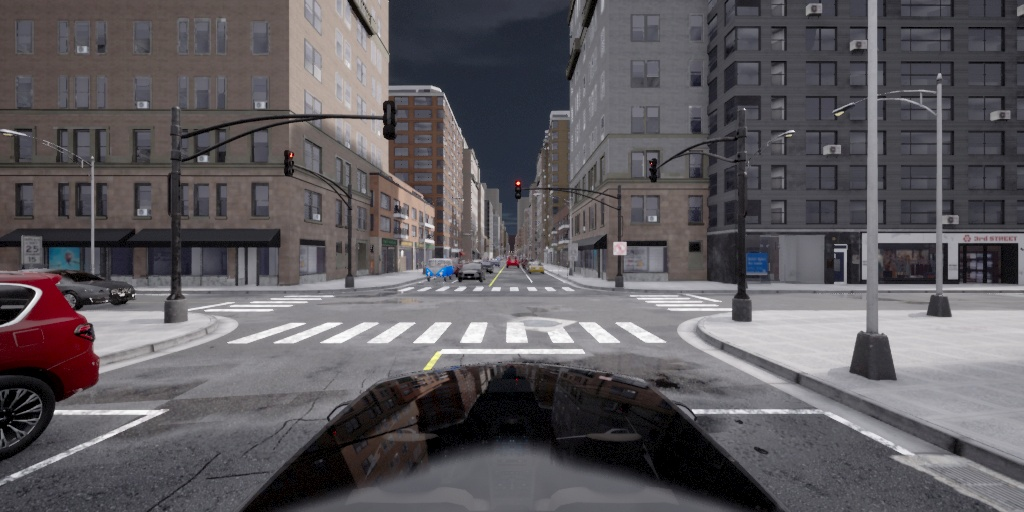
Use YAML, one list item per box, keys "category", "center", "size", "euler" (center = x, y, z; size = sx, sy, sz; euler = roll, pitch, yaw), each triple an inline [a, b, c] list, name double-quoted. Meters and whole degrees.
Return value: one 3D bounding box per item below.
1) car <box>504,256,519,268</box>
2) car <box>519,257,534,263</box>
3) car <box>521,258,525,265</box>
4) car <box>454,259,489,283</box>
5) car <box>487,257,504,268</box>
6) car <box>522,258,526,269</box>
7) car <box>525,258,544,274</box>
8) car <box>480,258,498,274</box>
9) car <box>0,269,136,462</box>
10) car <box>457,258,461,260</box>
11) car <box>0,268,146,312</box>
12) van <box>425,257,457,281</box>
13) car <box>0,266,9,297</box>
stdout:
- category: "car"
  center: [0.150, 0.964, 60.954]
  size: [2.150, 2.045, 5.566]
  euler: [0, 0, 0]
- category: "car"
  center: [2.716, 1.058, 57.060]
  size: [2.192, 1.841, 5.009]
  euler: [0, 0, 0]
- category: "car"
  center: [2.711, 1.310, 51.466]
  size: [1.948, 1.339, 4.313]
  euler: [0, 0, 0]
- category: "car"
  center: [-3.077, 1.252, 28.191]
  size: [1.837, 1.490, 4.892]
  euler: [0, 0, 0]
- category: "car"
  center: [-2.967, 1.290, 61.737]
  size: [2.033, 1.411, 5.357]
  euler: [0, 0, 0]
- category: "car"
  center: [2.706, 1.296, 45.872]
  size: [2.007, 1.370, 4.403]
  euler: [0, 0, 0]
- category: "car"
  center: [2.701, 1.272, 40.447]
  size: [1.751, 1.417, 4.829]
  euler: [0, 0, 0]
- category: "car"
  center: [-3.059, 1.294, 40.653]
  size: [2.033, 1.411, 5.357]
  euler: [0, 0, 1]
- category: "car"
  center: [-5.858, 1.065, 2.122]
  size: [2.192, 1.841, 5.009]
  euler: [0, 0, 0]
- category: "car"
  center: [-5.830, 1.062, 34.665]
  size: [2.192, 1.841, 5.009]
  euler: [0, 0, 0]
- category: "car"
  center: [-17.565, 1.265, 13.846]
  size: [4.892, 1.490, 1.837]
  euler: [0, 0, -2]
- category: "van"
  center: [-5.834, 1.088, 29.069]
  size: [1.690, 1.789, 3.998]
  euler: [0, 0, 0]
- category: "car"
  center: [-27.796, 1.255, 16.980]
  size: [4.902, 1.511, 2.128]
  euler: [0, 0, 0]
